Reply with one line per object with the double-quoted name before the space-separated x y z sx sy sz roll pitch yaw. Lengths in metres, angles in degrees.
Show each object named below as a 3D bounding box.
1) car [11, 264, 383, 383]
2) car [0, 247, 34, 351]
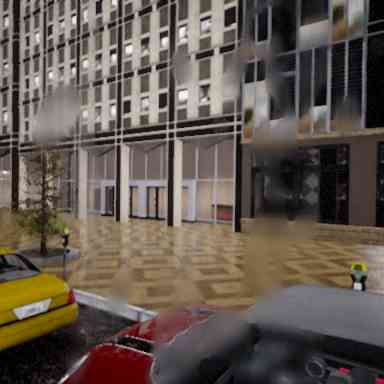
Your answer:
"car" 0.812 1.436 2.285 4.097 1.590 1.967 0 1 36
"car" -3.953 1.480 5.686 4.829 1.417 1.752 0 1 36
